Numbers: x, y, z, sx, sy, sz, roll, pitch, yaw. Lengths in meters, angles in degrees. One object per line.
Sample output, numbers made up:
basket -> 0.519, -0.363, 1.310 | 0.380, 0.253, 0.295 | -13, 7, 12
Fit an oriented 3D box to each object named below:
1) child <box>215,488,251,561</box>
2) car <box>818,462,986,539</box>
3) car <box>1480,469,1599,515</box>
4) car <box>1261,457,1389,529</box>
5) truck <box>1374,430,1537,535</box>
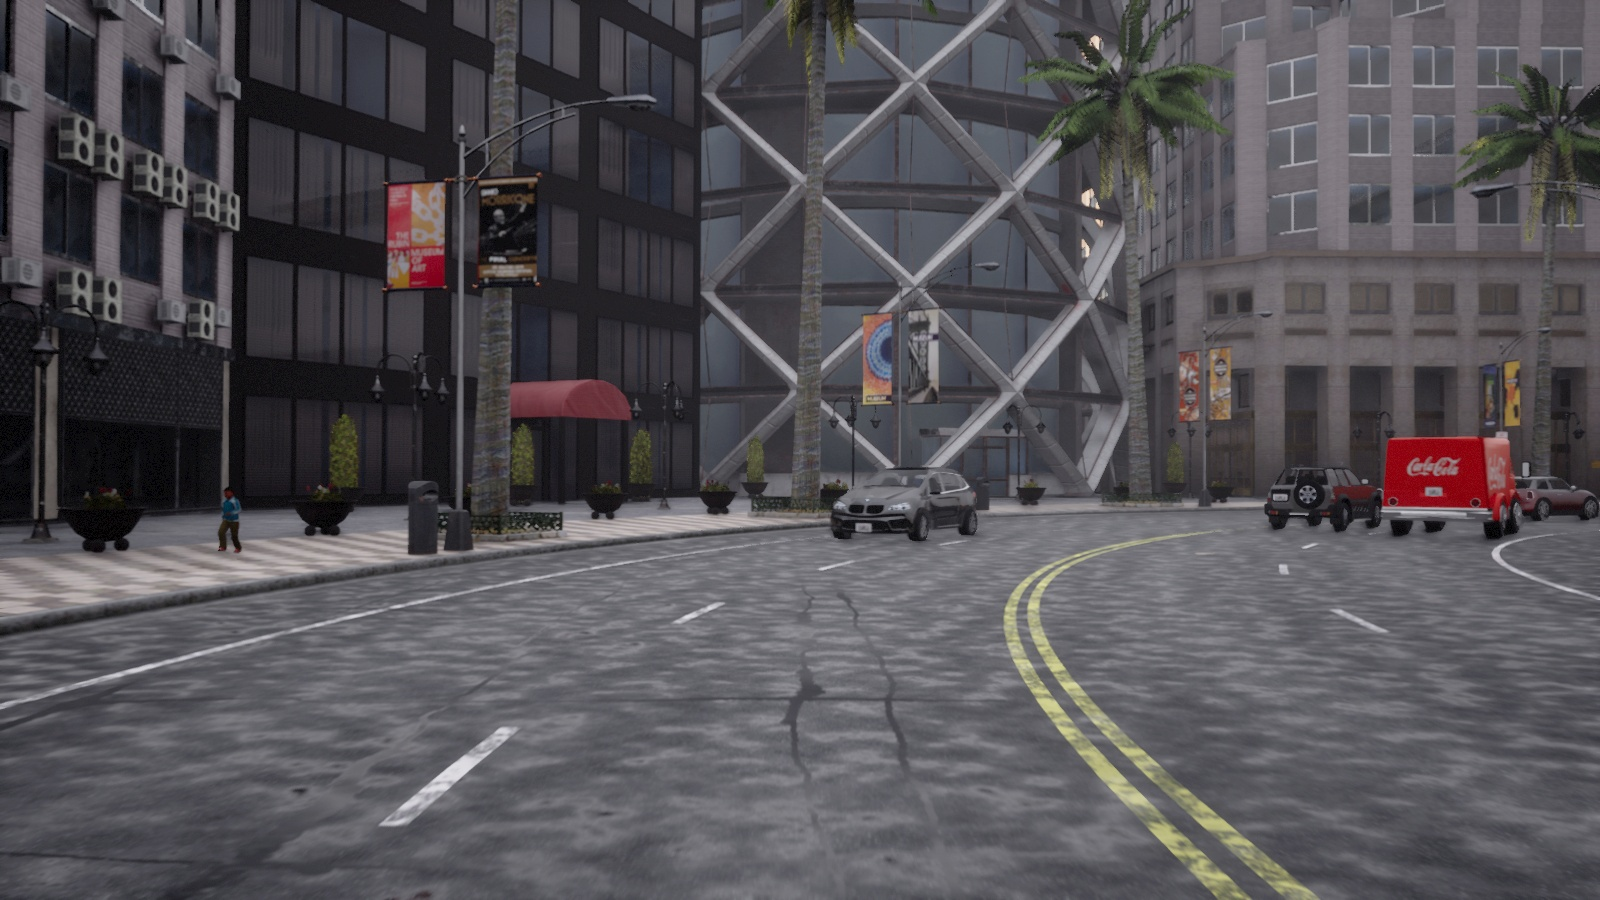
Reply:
child -> -9.432, 1.239, 20.884 | 0.343, 1.192, 0.448 | 0, -1, 10
car -> 2.513, 1.147, 29.777 | 2.242, 1.667, 4.611 | -1, -1, 29
car -> 25.306, 1.395, 42.747 | 3.806, 1.475, 1.970 | 0, -1, -27
car -> 14.730, 1.160, 35.097 | 1.932, 1.855, 4.605 | -1, -1, 41
truck -> 16.970, 0.802, 32.359 | 2.627, 2.467, 5.204 | -1, -1, 40
